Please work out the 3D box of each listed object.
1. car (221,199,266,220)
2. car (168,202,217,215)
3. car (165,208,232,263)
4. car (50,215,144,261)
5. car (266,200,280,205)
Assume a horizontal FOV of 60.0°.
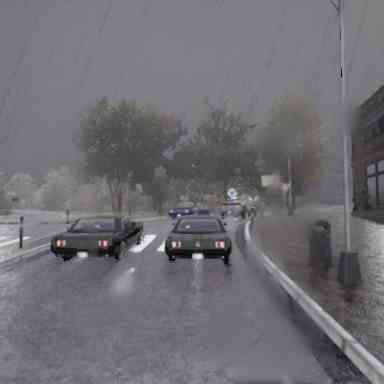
[{"bbox_3d":[3.729,1.296,25.281,2.128,1.511,4.902,-2,-3,27],"label":"car"},{"bbox_3d":[0.027,1.448,25.431,1.895,1.301,4.718,-2,-2,24],"label":"car"},{"bbox_3d":[0.270,1.445,11.369,1.895,1.301,4.718,0,1,3],"label":"car"},{"bbox_3d":[-2.962,1.451,11.577,1.895,1.301,4.718,0,1,3],"label":"car"},{"bbox_3d":[18.955,2.729,79.286,4.892,1.490,1.837,-3,-5,41],"label":"car"}]
